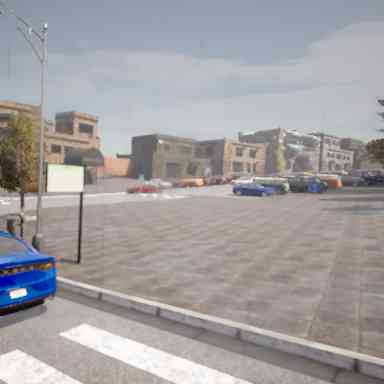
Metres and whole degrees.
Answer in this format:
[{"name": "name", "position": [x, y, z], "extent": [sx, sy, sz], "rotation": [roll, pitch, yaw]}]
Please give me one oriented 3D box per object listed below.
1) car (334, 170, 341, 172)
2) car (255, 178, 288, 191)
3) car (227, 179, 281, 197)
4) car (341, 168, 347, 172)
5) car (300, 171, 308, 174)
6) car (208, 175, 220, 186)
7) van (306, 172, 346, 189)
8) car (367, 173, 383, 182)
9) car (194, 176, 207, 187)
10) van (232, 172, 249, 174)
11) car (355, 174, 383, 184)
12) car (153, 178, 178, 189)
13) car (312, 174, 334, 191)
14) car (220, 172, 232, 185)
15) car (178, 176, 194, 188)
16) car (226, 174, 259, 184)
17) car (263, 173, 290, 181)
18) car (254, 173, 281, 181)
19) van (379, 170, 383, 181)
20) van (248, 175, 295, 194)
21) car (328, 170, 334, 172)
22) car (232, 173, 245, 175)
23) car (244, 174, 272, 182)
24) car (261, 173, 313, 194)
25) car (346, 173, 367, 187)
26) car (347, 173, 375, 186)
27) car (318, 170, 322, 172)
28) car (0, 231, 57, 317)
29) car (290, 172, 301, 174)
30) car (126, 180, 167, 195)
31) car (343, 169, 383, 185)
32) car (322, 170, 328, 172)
[{"name": "car", "position": [33.332, -4.488, 81.958], "extent": [5.008, 1.535, 2.097], "rotation": [2, 5, 31]}, {"name": "car", "position": [11.233, -1.139, 47.295], "extent": [1.837, 1.490, 4.892], "rotation": [-4, 5, -28]}, {"name": "car", "position": [7.079, -0.268, 38.186], "extent": [5.008, 1.535, 2.097], "rotation": [3, 7, 32]}, {"name": "car", "position": [35.589, -4.655, 83.822], "extent": [5.008, 1.535, 2.097], "rotation": [2, 5, 31]}, {"name": "car", "position": [22.018, -3.564, 72.657], "extent": [4.892, 1.521, 2.231], "rotation": [1, 5, 30]}, {"name": "car", "position": [1.685, -1.797, 55.803], "extent": [4.792, 1.488, 2.163], "rotation": [1, 6, 30]}, {"name": "van", "position": [18.978, -1.451, 47.322], "extent": [4.442, 1.987, 1.878], "rotation": [3, 7, 32]}, {"name": "car", "position": [35.098, -2.613, 60.638], "extent": [5.366, 1.575, 1.946], "rotation": [3, 7, 30]}, {"name": "car", "position": [-0.524, -1.755, 53.870], "extent": [4.553, 1.767, 2.185], "rotation": [1, 5, 30]}, {"name": "van", "position": [8.376, -2.636, 61.486], "extent": [4.442, 1.987, 1.878], "rotation": [1, 6, 30]}, {"name": "car", "position": [30.626, -2.207, 56.756], "extent": [4.892, 1.521, 2.231], "rotation": [3, 6, 31]}, {"name": "car", "position": [-5.057, -1.201, 50.120], "extent": [4.674, 1.452, 2.002], "rotation": [1, 5, 30]}, {"name": "car", "position": [16.492, -1.165, 45.560], "extent": [4.553, 1.767, 2.185], "rotation": [3, 7, 32]}, {"name": "car", "position": [3.991, -2.144, 57.648], "extent": [4.553, 1.767, 2.185], "rotation": [1, 5, 30]}, {"name": "car", "position": [-2.775, -1.406, 51.998], "extent": [4.792, 1.488, 2.163], "rotation": [1, 5, 30]}, {"name": "car", "position": [8.288, -1.671, 53.879], "extent": [4.674, 1.442, 1.812], "rotation": [-4, 6, -33]}, {"name": "car", "position": [17.495, -3.181, 68.940], "extent": [5.008, 1.535, 2.097], "rotation": [1, 5, 30]}, {"name": "car", "position": [15.269, -2.958, 67.051], "extent": [4.792, 1.488, 2.163], "rotation": [2, 5, 30]}, {"name": "van", "position": [37.669, -3.017, 62.367], "extent": [4.442, 1.987, 1.878], "rotation": [3, 6, 30]}, {"name": "van", "position": [9.540, -0.679, 39.943], "extent": [4.442, 1.987, 1.878], "rotation": [3, 7, 32]}, {"name": "car", "position": [31.082, -4.437, 80.076], "extent": [4.553, 1.767, 2.185], "rotation": [2, 5, 31]}, {"name": "car", "position": [6.224, -2.215, 59.570], "extent": [5.008, 1.535, 2.097], "rotation": [1, 5, 30]}, {"name": "car", "position": [12.983, -2.795, 65.200], "extent": [5.008, 1.535, 2.097], "rotation": [1, 5, 30]}, {"name": "car", "position": [11.770, -0.904, 41.853], "extent": [5.566, 2.045, 2.435], "rotation": [3, 7, 32]}, {"name": "car", "position": [23.592, -1.618, 51.108], "extent": [4.892, 1.521, 2.231], "rotation": [3, 7, 31]}, {"name": "car", "position": [25.962, -1.784, 52.975], "extent": [4.792, 1.488, 2.163], "rotation": [3, 6, 31]}, {"name": "car", "position": [26.558, -4.072, 76.360], "extent": [4.553, 1.767, 2.185], "rotation": [1, 5, 30]}, {"name": "car", "position": [-4.870, 1.512, 6.975], "extent": [5.008, 1.535, 1.882], "rotation": [0, 0, 36]}, {"name": "car", "position": [17.175, -2.346, 60.350], "extent": [4.674, 1.442, 1.812], "rotation": [-5, 7, -40]}, {"name": "car", "position": [-5.988, -0.432, 42.696], "extent": [4.718, 1.301, 1.895], "rotation": [-5, 7, -40]}, {"name": "car", "position": [28.311, -2.259, 54.826], "extent": [5.566, 2.045, 2.435], "rotation": [3, 6, 31]}, {"name": "car", "position": [28.800, -4.095, 78.258], "extent": [4.674, 1.452, 2.002], "rotation": [2, 5, 31]}]
